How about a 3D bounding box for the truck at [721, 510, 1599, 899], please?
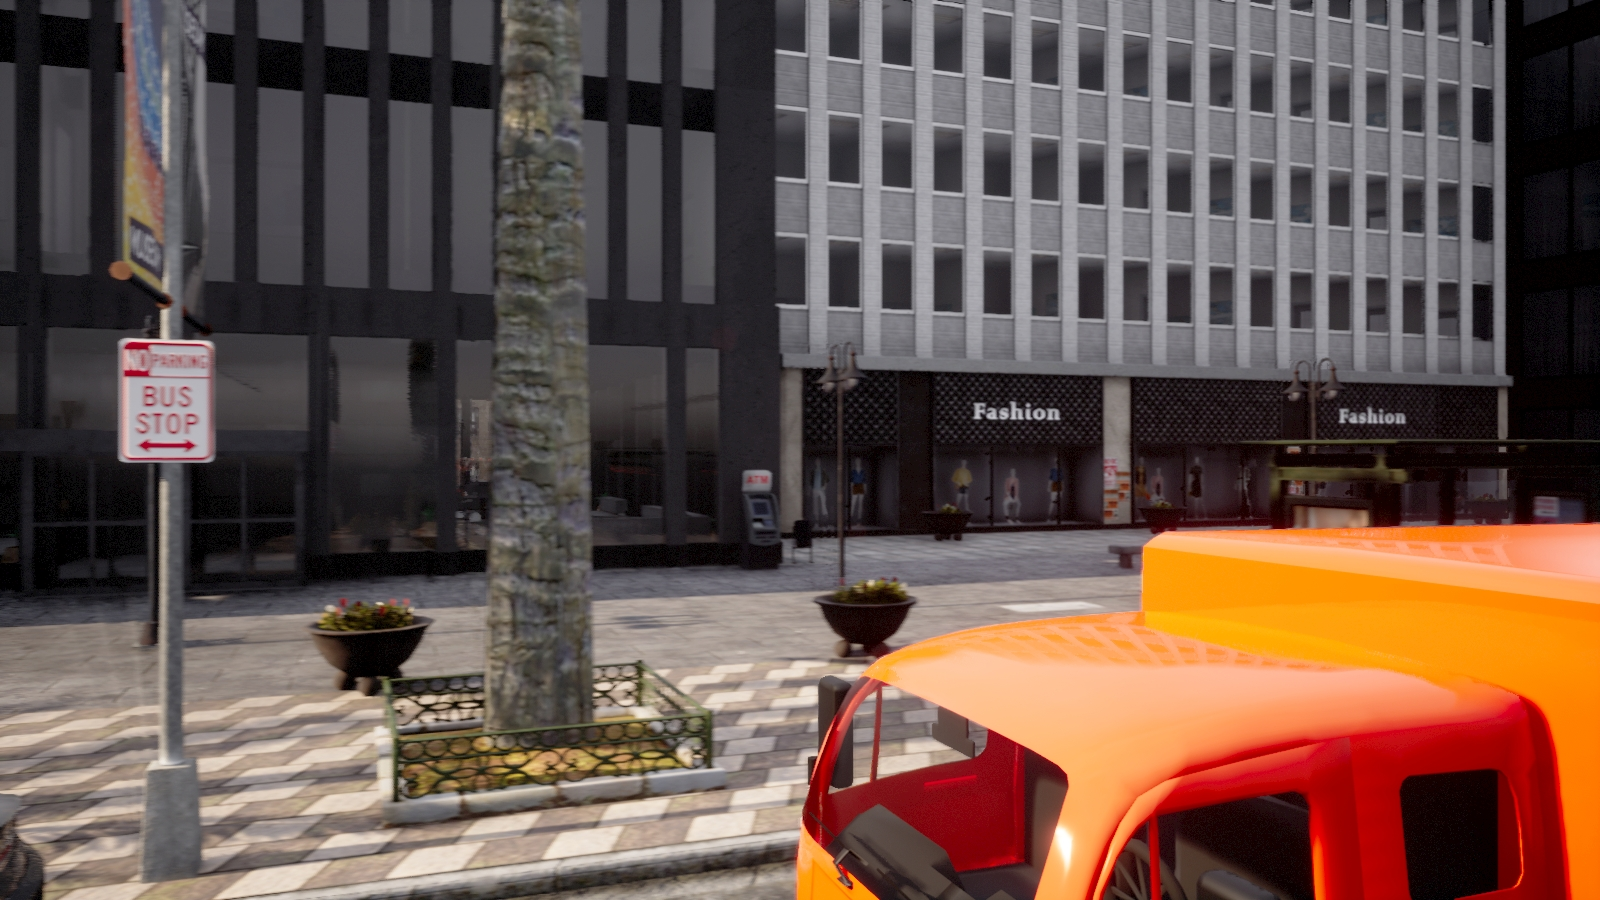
[{"bbox_3d":[2.578,1.568,4.270,5.204,2.467,2.627,0,0,-20],"label":"truck"}]
